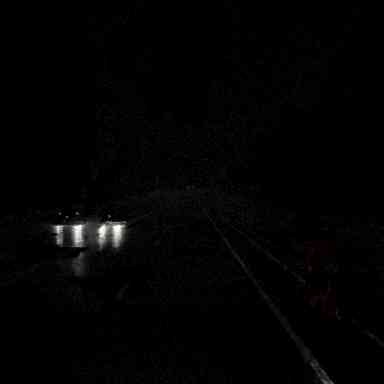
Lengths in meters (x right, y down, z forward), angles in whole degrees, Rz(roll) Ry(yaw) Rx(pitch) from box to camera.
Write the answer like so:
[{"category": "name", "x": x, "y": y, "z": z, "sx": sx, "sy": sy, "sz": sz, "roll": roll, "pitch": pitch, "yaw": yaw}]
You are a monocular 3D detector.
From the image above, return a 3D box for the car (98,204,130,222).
[{"category": "car", "x": -6.591, "y": 1.743, "z": 28.511, "sx": 1.994, "sy": 1.385, "sz": 4.181, "roll": 0, "pitch": 0, "yaw": 0}]

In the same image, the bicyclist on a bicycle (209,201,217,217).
[{"category": "bicyclist on a bicycle", "x": 2.055, "y": 1.627, "z": 32.423, "sx": 0.866, "sy": 1.612, "sz": 1.509, "roll": 0, "pitch": 0, "yaw": 2}]

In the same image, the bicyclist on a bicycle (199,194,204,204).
[{"category": "bicyclist on a bicycle", "x": 1.964, "y": 1.500, "z": 63.670, "sx": 0.866, "sy": 1.612, "sz": 1.509, "roll": 0, "pitch": -2, "yaw": 4}]

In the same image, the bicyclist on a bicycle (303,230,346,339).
[{"category": "bicyclist on a bicycle", "x": 2.269, "y": 1.502, "z": 5.749, "sx": 0.582, "sy": 1.620, "sz": 1.656, "roll": 0, "pitch": -1, "yaw": 0}]

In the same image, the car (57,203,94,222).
[{"category": "car", "x": -9.843, "y": 1.704, "z": 28.556, "sx": 1.812, "sy": 1.442, "sz": 4.674, "roll": 0, "pitch": 0, "yaw": 0}]
